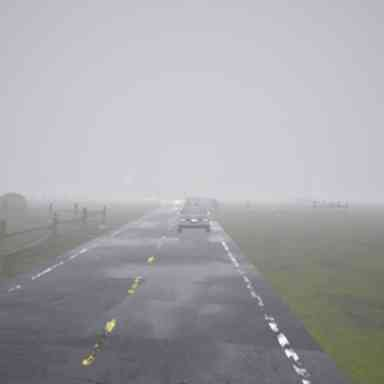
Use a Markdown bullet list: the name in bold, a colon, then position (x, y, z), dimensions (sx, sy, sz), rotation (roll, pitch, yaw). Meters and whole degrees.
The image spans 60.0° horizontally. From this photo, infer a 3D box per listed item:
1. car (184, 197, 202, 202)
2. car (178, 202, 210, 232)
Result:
- **car**: position (0.088, 1.334, 39.475), dimensions (2.097, 1.767, 4.553), rotation (0, 0, 0)
- **car**: position (0.096, 1.538, 19.984), dimensions (2.033, 1.411, 5.357), rotation (0, 0, 0)
